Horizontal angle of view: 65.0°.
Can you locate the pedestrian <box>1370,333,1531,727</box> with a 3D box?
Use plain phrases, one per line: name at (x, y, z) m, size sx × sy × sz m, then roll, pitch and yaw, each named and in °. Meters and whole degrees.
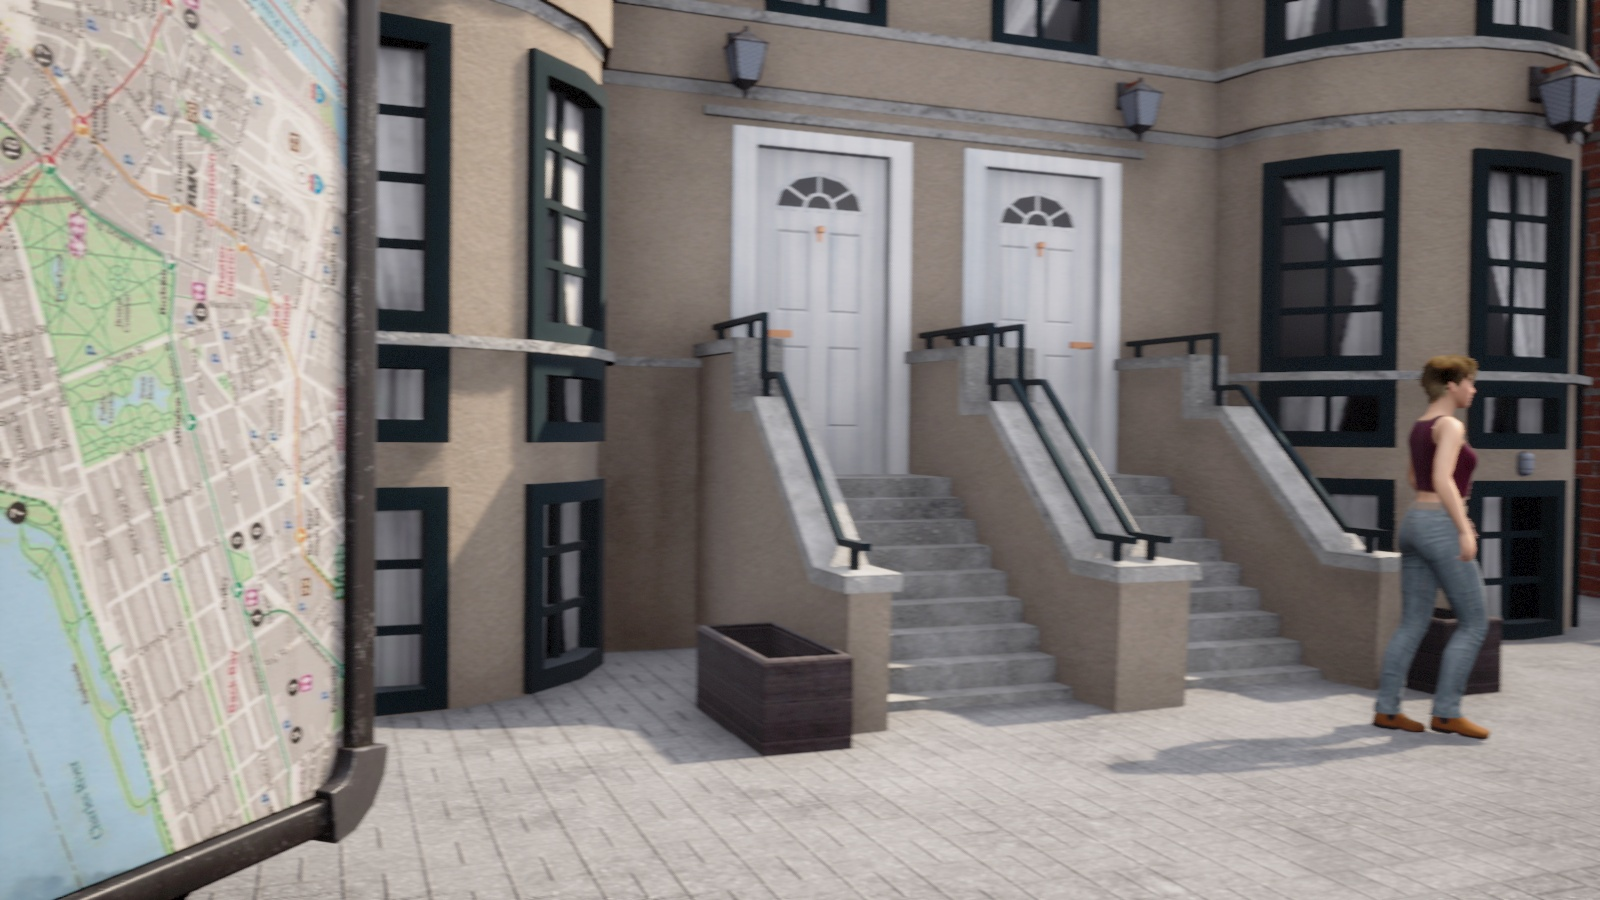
pedestrian at (3.119, 0.376, 6.043) m, size 0.594 × 1.836 × 0.345 m, roll -1°, pitch 1°, yaw 2°
